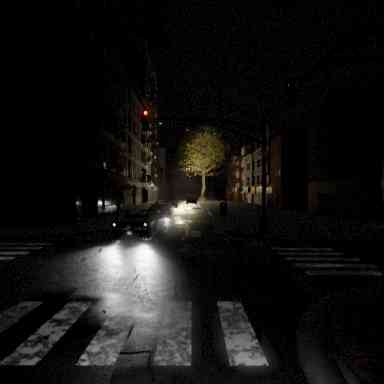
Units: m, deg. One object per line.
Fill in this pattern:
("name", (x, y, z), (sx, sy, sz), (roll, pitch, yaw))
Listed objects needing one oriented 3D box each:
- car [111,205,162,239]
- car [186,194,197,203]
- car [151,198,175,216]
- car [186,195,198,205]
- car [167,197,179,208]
("car", (-2.900, 1.599, 17.622), (1.895, 1.301, 4.718), (0, 0, 0))
("car", (-0.077, 1.352, 69.338), (2.097, 1.767, 4.553), (0, 0, 0))
("car", (-2.930, 1.557, 31.737), (1.994, 1.385, 4.181), (0, 0, 0))
("car", (-0.052, 1.473, 59.363), (1.882, 1.535, 5.008), (0, 0, 0))
("car", (-2.930, 1.499, 47.065), (1.837, 1.490, 4.892), (0, -1, 0))
